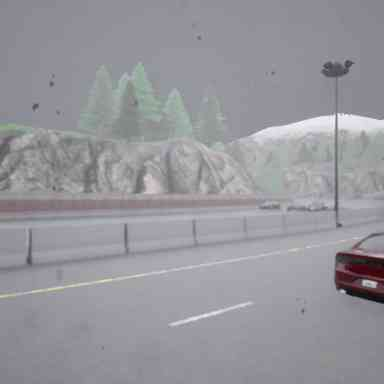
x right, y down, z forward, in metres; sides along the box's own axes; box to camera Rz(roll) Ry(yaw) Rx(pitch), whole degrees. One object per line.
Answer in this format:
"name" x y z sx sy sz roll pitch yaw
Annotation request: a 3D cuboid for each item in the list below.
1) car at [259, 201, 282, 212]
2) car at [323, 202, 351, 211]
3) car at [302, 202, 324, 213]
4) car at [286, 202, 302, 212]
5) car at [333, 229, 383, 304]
"car" 11.697 2.062 49.572 1.882 1.535 5.008 0 -1 38
"car" 18.048 2.054 40.682 1.812 1.442 4.674 0 -1 39
"car" 17.158 2.063 45.209 2.128 1.511 4.902 0 -1 38
"car" 15.335 2.159 48.592 1.994 1.385 4.181 0 -1 37
"car" 5.265 1.589 7.760 5.008 1.535 1.882 1 0 -38
